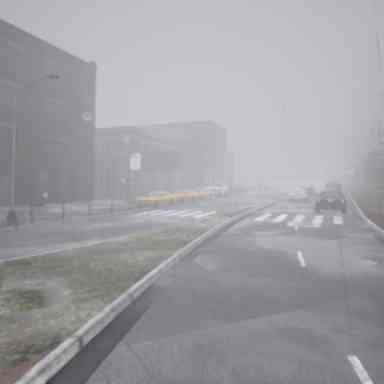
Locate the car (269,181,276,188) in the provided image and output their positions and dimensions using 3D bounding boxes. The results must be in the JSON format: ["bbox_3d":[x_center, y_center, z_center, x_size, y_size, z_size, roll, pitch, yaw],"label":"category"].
[{"bbox_3d":[18.114,-1.568,80.705,2.231,1.521,4.892,0,2,24],"label":"car"}]

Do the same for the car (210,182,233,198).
[{"bbox_3d":[3.402,-0.350,46.727,2.435,2.045,5.566,0,2,23],"label":"car"}]

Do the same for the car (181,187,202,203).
[{"bbox_3d":[-1.115,0.348,36.353,1.946,1.575,5.366,0,2,23],"label":"car"}]

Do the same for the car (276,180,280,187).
[{"bbox_3d":[20.904,-1.845,86.980,1.946,1.575,5.366,0,2,23],"label":"car"}]

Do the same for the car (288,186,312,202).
[{"bbox_3d":[11.832,0.316,36.844,1.812,1.442,4.674,0,2,24],"label":"car"}]

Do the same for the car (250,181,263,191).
[{"bbox_3d":[12.224,-0.976,67.020,2.231,1.521,4.892,0,2,23],"label":"car"}]

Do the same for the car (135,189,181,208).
[{"bbox_3d":[-3.325,0.570,31.297,1.946,1.575,5.366,0,2,24],"label":"car"}]

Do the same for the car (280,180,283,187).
[{"bbox_3d":[23.191,-2.195,92.236,2.185,1.767,4.553,0,2,23],"label":"car"}]

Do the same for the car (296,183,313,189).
[{"bbox_3d":[16.012,-0.132,46.334,2.128,1.511,4.902,0,3,24],"label":"car"}]

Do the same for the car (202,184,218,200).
[{"bbox_3d":[1.087,0.129,41.416,1.946,1.575,5.366,0,2,23],"label":"car"}]

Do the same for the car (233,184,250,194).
[{"bbox_3d":[7.802,-0.507,56.863,2.163,1.488,4.792,0,2,24],"label":"car"}]

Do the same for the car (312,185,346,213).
[{"bbox_3d":[10.824,0.578,25.994,2.097,1.767,4.553,0,2,22],"label":"car"}]

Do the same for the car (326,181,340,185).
[{"bbox_3d":[20.194,-0.491,47.521,2.150,2.045,5.566,0,2,24],"label":"car"}]

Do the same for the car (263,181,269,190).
[{"bbox_3d":[14.409,-1.446,72.041,2.435,2.045,5.566,0,2,23],"label":"car"}]
